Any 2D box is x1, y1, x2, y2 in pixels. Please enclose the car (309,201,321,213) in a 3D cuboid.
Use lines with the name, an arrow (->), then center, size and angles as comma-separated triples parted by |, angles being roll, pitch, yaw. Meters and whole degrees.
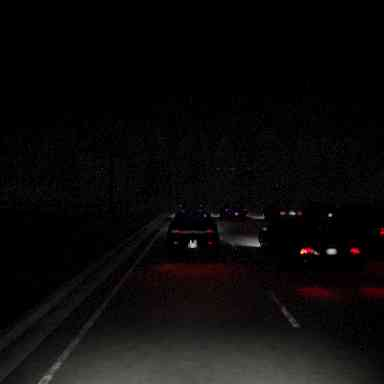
car -> 10.432, 1.497, 27.618 | 1.837, 1.490, 4.892 | 0, 0, -1

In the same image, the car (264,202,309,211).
car -> 6.935, 1.540, 25.898 | 2.033, 1.411, 5.357 | 0, 0, -1

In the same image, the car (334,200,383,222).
car -> 13.946, 1.483, 27.607 | 2.128, 1.511, 4.902 | 0, 0, -1

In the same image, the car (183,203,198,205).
car -> -0.123, 1.555, 27.262 | 1.994, 1.385, 4.181 | 0, 0, -2

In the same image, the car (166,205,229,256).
car -> 0.043, 1.488, 13.034 | 2.128, 1.511, 4.902 | 0, 0, 0

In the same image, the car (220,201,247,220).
car -> 3.401, 1.518, 28.020 | 1.812, 1.442, 4.674 | 0, 0, -1

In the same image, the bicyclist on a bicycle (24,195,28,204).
bicyclist on a bicycle -> -29.232, 1.286, 58.553 | 0.582, 1.620, 1.656 | 0, 0, 0

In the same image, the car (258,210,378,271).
car -> 3.525, 1.544, 10.870 | 2.033, 1.411, 5.357 | 0, 0, 0

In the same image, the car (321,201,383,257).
car -> 7.043, 1.348, 12.928 | 2.097, 1.767, 4.553 | 0, 0, 0
